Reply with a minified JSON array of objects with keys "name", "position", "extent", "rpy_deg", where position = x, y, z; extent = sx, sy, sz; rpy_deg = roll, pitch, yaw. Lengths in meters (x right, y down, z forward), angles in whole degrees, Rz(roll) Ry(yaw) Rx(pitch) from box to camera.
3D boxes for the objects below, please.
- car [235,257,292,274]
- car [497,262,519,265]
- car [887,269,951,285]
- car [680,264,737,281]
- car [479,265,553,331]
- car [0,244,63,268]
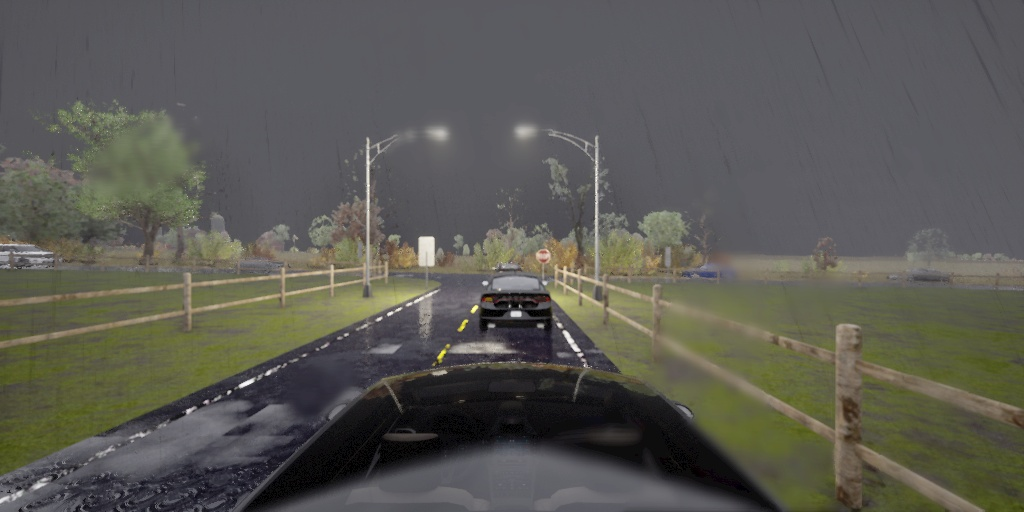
[{"name":"car","position":[-21.954,0.795,31.759],"extent":[4.181,1.385,1.994],"rpy_deg":[1,1,0]},{"name":"car","position":[-0.325,1.173,24.314],"extent":[2.128,1.511,4.902],"rpy_deg":[0,0,-6]},{"name":"car","position":[39.314,1.990,34.710],"extent":[4.902,1.511,2.128],"rpy_deg":[1,1,0]},{"name":"car","position":[18.954,1.544,34.724],"extent":[5.008,1.535,1.882],"rpy_deg":[1,1,0]},{"name":"car","position":[0.092,1.198,10.864],"extent":[1.882,1.535,5.008],"rpy_deg":[0,0,0]},{"name":"car","position":[-43.581,-0.018,31.776],"extent":[5.566,2.045,2.150],"rpy_deg":[1,1,0]}]
